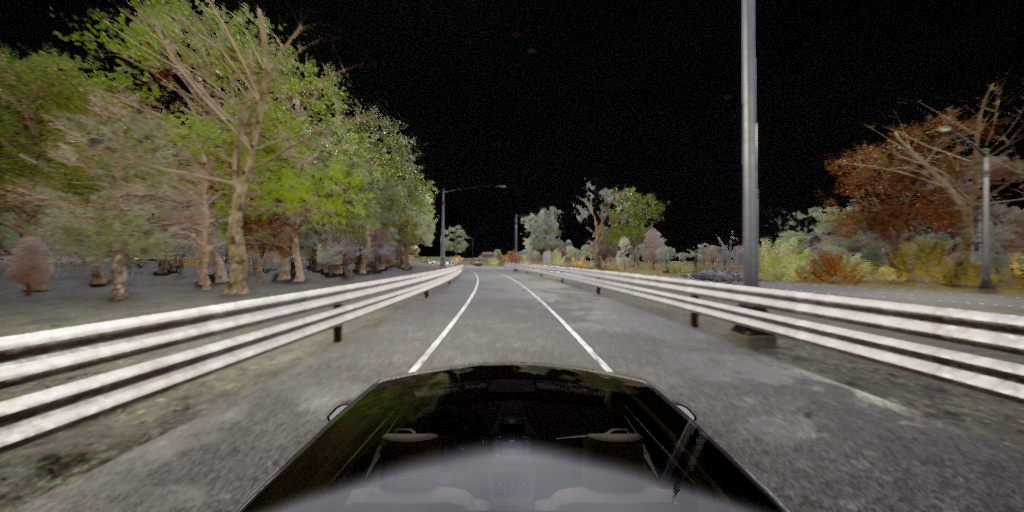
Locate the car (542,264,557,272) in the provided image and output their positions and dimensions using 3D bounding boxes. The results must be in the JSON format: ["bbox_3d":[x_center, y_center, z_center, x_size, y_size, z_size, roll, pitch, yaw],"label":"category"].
[{"bbox_3d":[6.577,2.107,64.729,1.812,1.442,4.674,0,0,-24],"label":"car"}]

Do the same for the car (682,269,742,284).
[{"bbox_3d":[19.694,1.945,35.532,2.033,1.411,5.357,0,0,-24],"label":"car"}]
